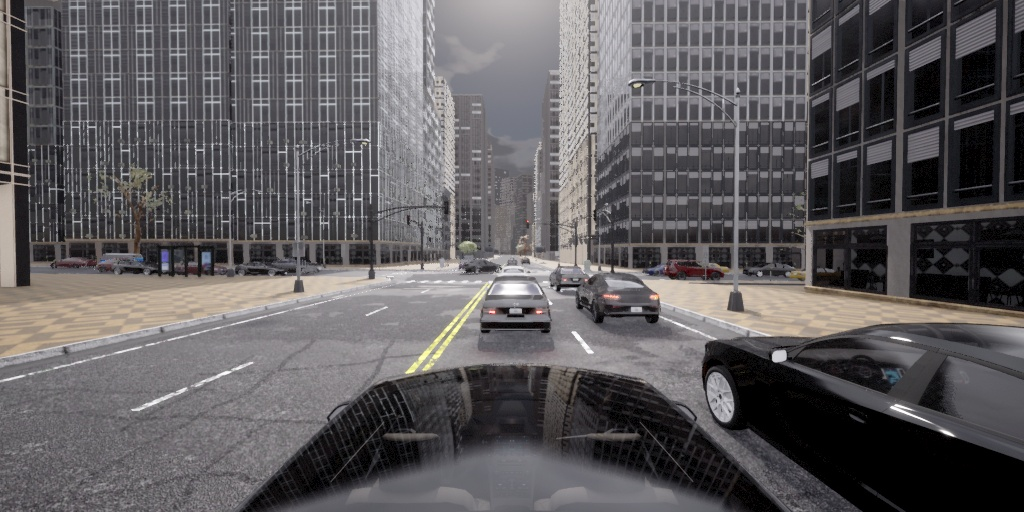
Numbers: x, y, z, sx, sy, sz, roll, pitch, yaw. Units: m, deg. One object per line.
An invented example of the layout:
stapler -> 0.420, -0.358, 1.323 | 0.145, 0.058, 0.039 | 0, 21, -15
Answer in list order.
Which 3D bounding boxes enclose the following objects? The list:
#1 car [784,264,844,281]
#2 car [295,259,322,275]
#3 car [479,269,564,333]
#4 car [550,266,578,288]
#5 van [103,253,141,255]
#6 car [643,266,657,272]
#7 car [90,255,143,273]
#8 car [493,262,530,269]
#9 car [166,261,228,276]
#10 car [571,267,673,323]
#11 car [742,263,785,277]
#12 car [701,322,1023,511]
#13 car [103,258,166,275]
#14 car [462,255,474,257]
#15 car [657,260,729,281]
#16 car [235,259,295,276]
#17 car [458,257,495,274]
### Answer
car -> 27.618, 1.577, 31.982 | 4.829, 1.417, 1.751 | 0, 0, 1
car -> -21.355, 1.066, 35.345 | 4.902, 1.511, 2.128 | 0, 1, 1
car -> 0.094, 1.293, 10.660 | 2.033, 1.411, 5.357 | 0, 0, 0
car -> 3.337, 1.286, 21.341 | 2.033, 1.411, 5.357 | 0, 0, 0
van -> -45.319, 0.603, 41.615 | 3.998, 1.789, 1.690 | 0, 0, 1
car -> 16.696, 1.410, 37.940 | 5.357, 1.411, 2.033 | 0, 1, 1
car -> -38.417, 0.945, 35.683 | 4.674, 1.442, 1.812 | 0, 1, 1
car -> 0.086, 1.265, 20.251 | 1.812, 1.442, 4.674 | 0, 0, 0
car -> -28.440, 1.136, 32.794 | 4.207, 1.307, 1.802 | 0, 0, 1
car -> 3.344, 1.271, 11.930 | 1.812, 1.442, 4.674 | 0, 0, 0
car -> 27.012, 1.458, 37.769 | 4.892, 1.490, 1.837 | 1, 1, 1
car -> 3.344, 1.227, 2.584 | 1.882, 1.535, 5.008 | 0, 0, 0
car -> -34.121, 1.068, 32.963 | 4.313, 1.339, 1.948 | 0, 0, 1
car -> -6.639, 0.933, 53.890 | 2.150, 2.045, 5.566 | 0, 0, 0
car -> 16.170, 1.267, 32.169 | 5.009, 1.841, 2.192 | 0, 0, 1
car -> -22.756, 1.172, 32.666 | 4.313, 1.339, 1.948 | 0, 0, 1
car -> -3.244, 1.171, 39.477 | 4.892, 1.490, 1.837 | 0, 3, -43
